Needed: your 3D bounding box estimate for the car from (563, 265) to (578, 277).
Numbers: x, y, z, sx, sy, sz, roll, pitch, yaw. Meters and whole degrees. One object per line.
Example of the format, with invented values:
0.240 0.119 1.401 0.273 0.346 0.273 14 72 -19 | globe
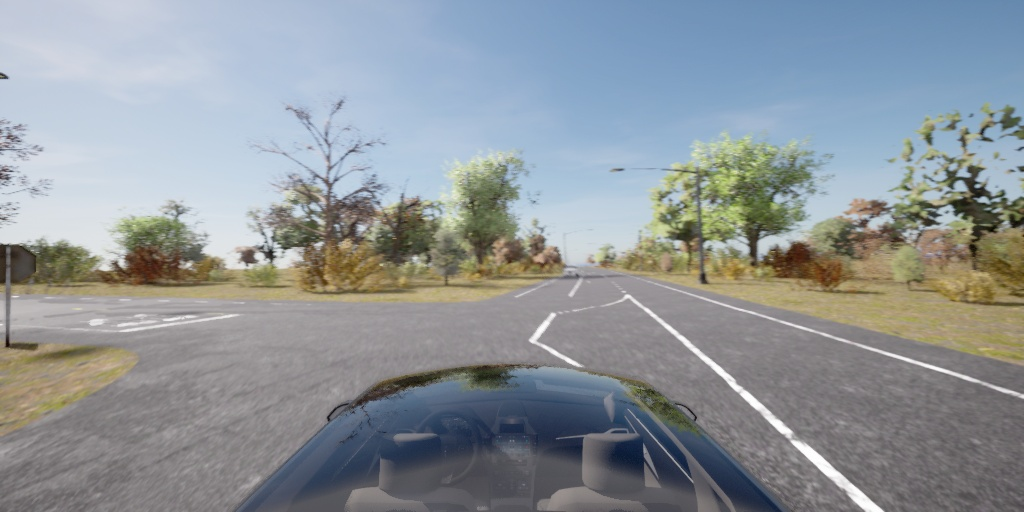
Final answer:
9.762 2.462 59.447 2.150 2.045 5.566 -3 -2 13 | car
